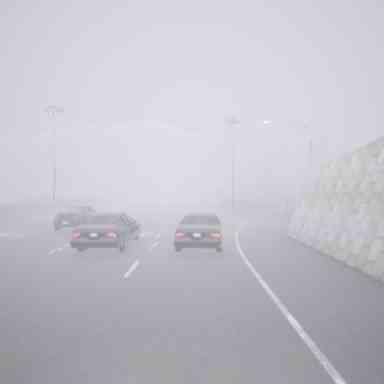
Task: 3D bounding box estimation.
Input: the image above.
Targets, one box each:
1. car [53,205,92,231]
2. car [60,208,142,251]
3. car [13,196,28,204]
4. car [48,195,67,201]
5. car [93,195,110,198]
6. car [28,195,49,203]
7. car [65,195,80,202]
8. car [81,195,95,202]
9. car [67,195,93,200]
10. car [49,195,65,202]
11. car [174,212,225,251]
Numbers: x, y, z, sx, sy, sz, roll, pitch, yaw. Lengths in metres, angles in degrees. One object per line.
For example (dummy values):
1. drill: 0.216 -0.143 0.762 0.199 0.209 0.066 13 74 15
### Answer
1. car: -6.907 1.515 20.397 1.812 1.442 4.674 0 0 0
2. car: -3.394 1.540 14.003 2.033 1.411 5.357 0 0 0
3. car: -31.481 1.520 62.073 1.994 1.385 4.181 0 0 0
4. car: -24.486 1.468 62.343 1.837 1.490 4.892 0 0 0
5. car: -20.976 1.436 78.154 1.882 1.535 5.008 0 0 0
6. car: -27.982 1.323 62.231 2.097 1.767 4.553 0 0 0
7. car: -27.976 1.437 77.938 1.882 1.535 5.008 0 0 0
8. car: -24.476 1.511 78.073 1.994 1.385 4.181 0 0 0
9. car: -20.985 1.512 62.416 2.033 1.411 5.357 0 0 0
10. car: -31.476 1.483 77.906 1.812 1.442 4.674 0 0 0
11. car: 0.390 1.540 13.994 2.033 1.411 5.357 0 0 5
